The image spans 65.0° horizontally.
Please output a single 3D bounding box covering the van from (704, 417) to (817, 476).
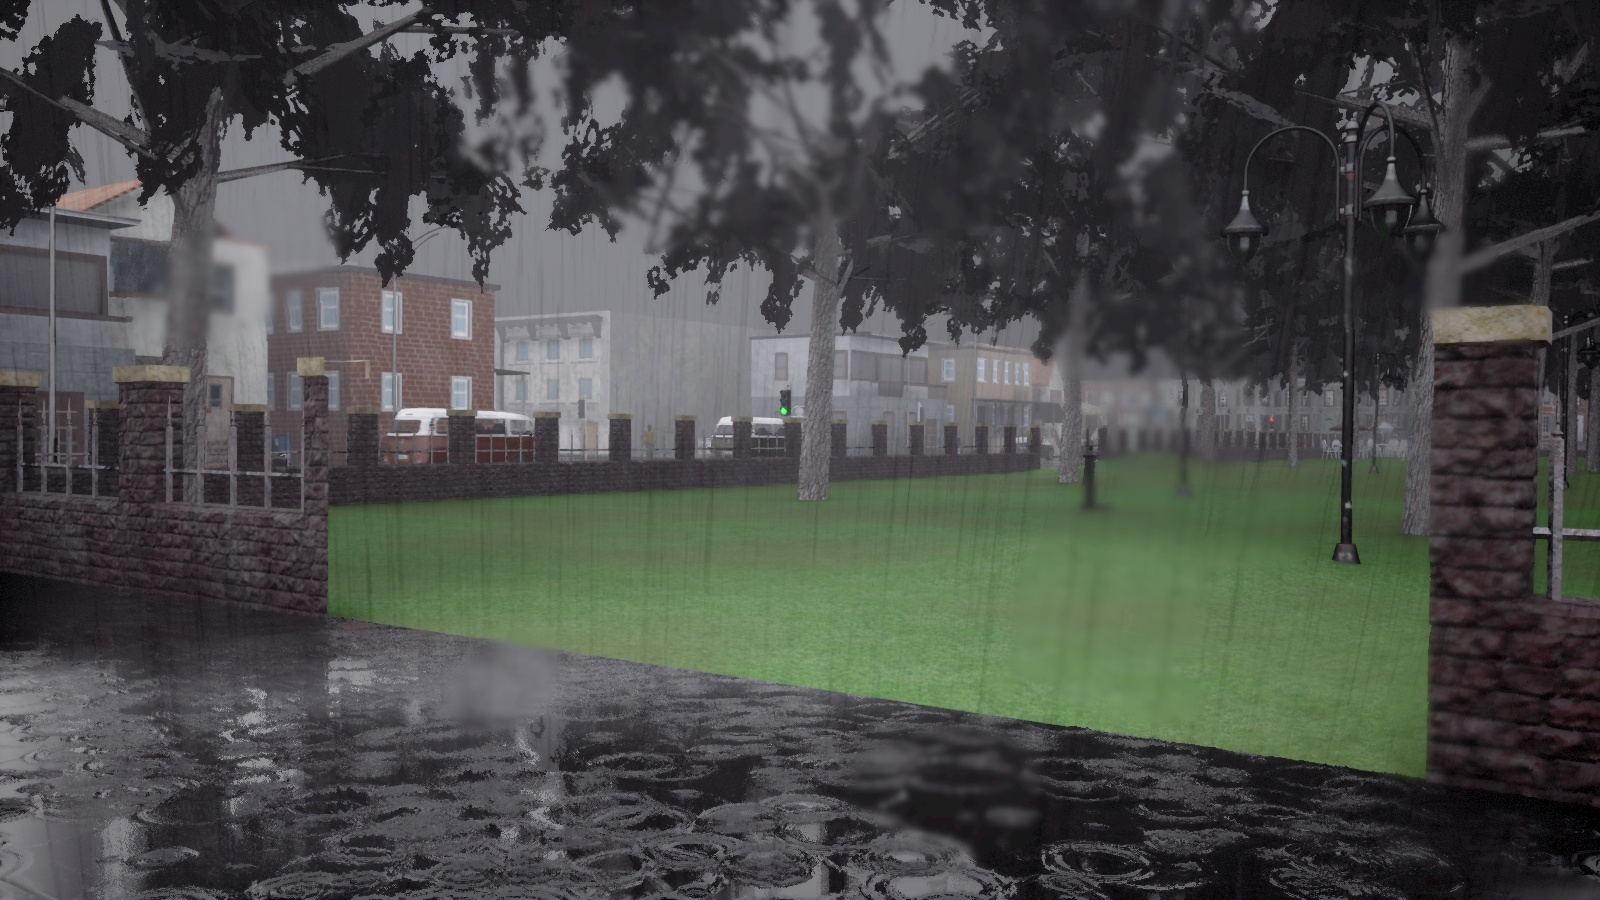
[{"bbox_3d":[-1.400,-0.161,46.014,2.069,2.038,4.480,0,1,30],"label":"van"}]

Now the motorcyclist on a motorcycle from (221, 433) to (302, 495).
[{"bbox_3d":[-14.490,0.354,33.822,0.866,1.590,1.817,0,1,35],"label":"motorcyclist on a motorcycle"}]

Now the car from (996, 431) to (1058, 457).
[{"bbox_3d":[13.397,-0.373,73.902,1.812,1.442,4.674,0,1,35],"label":"car"}]

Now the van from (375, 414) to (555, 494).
[{"bbox_3d":[-9.117,0.066,34.528,2.069,2.038,4.480,0,1,35],"label":"van"}]

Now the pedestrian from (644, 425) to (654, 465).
[{"bbox_3d":[-6.886,-0.228,57.307,0.370,1.835,0.726,-1,1,-1],"label":"pedestrian"}]
